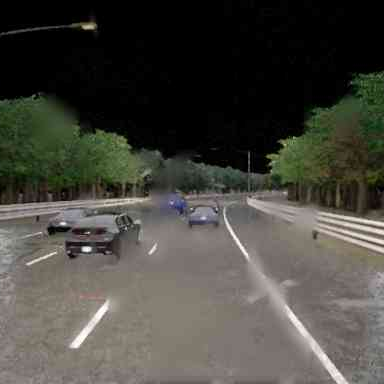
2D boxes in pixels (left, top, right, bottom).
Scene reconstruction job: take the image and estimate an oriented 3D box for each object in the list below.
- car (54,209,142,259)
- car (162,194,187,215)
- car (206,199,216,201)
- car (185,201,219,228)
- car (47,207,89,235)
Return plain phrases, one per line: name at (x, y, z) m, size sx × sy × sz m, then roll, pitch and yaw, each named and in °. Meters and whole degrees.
car at (-3.140, 1.501, 12.591) m, size 1.837 × 1.490 × 4.892 m, roll 0°, pitch 0°, yaw 2°
car at (-1.778, 1.235, 34.909) m, size 2.150 × 2.045 × 5.566 m, roll 0°, pitch 0°, yaw 5°
car at (2.296, 1.596, 40.594) m, size 1.994 × 1.385 × 4.181 m, roll 0°, pitch 0°, yaw 6°
car at (0.819, 1.568, 22.421) m, size 1.994 × 1.385 × 4.181 m, roll 0°, pitch 0°, yaw 3°
car at (-6.383, 1.556, 18.729) m, size 1.994 × 1.385 × 4.181 m, roll 0°, pitch 0°, yaw 3°
